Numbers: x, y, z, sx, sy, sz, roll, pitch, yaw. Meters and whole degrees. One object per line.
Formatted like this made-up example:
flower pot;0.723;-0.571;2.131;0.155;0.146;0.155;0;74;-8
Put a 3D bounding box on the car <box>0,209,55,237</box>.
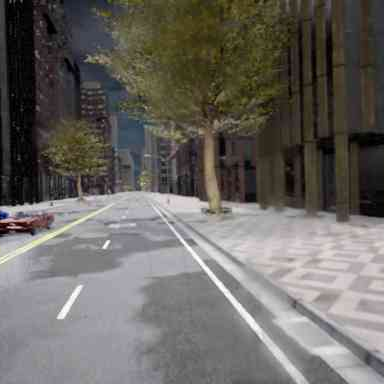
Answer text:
car;-9.431;1.701;19.080;1.895;1.301;4.718;-2;1;-9
